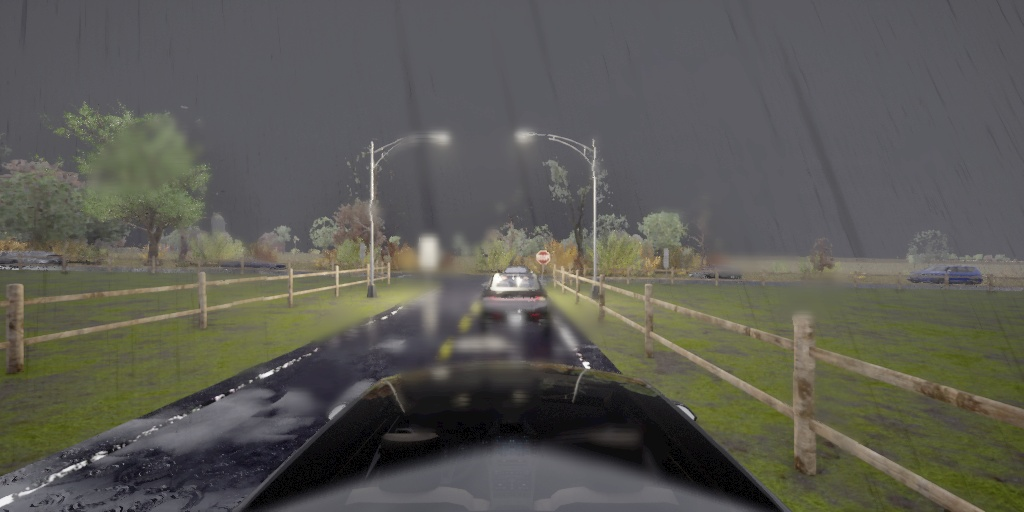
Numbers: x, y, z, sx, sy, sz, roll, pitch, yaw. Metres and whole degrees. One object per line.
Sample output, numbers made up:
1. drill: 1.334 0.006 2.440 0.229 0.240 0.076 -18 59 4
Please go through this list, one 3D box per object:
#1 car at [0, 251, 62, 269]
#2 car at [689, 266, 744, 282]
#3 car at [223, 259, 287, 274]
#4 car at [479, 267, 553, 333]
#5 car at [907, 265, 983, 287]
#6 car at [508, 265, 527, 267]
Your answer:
1. car: -44.547 0.333 32.281 4.902 1.511 2.128 1 1 0
2. car: 19.962 1.691 35.145 4.902 1.511 2.128 1 1 0
3. car: -22.963 0.912 32.231 4.718 1.301 1.895 1 1 0
4. car: 0.100 1.244 10.745 2.128 1.511 4.902 0 0 0
5. car: 42.288 1.895 35.084 5.566 2.045 2.150 2 1 1
6. car: 0.355 1.304 23.049 2.033 1.411 5.357 0 0 4
